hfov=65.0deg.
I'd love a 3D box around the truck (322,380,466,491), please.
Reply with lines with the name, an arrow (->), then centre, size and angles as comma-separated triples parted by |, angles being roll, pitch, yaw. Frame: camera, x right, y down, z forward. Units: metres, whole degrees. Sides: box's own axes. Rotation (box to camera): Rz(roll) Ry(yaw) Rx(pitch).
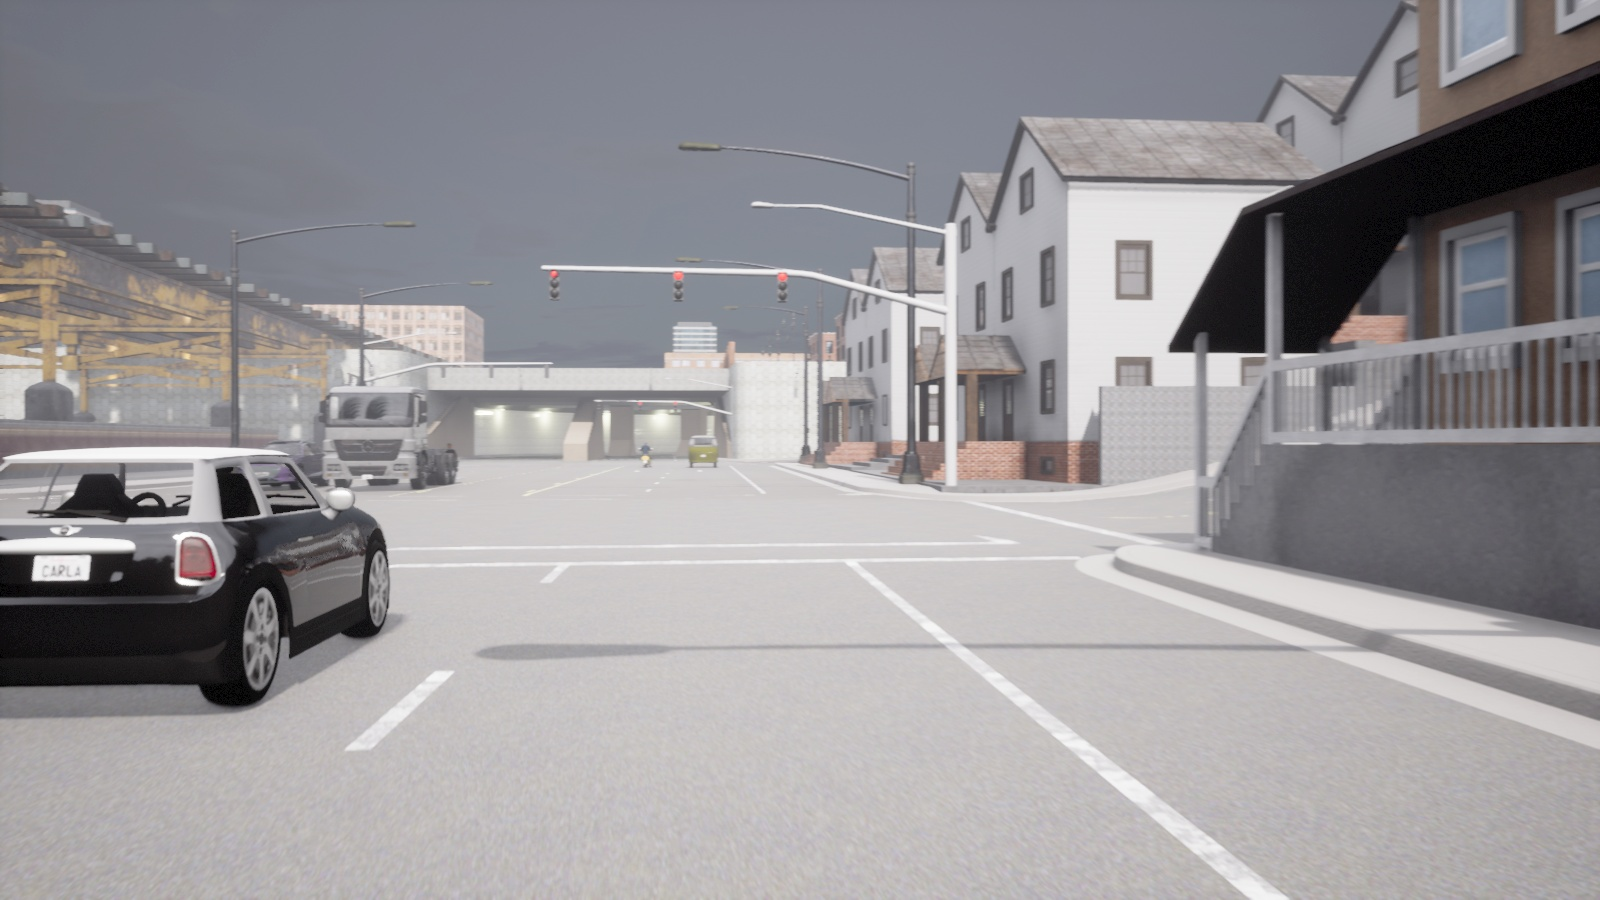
truck -> -13.716, -0.477, 43.169 | 2.891, 3.462, 7.936 | 0, 0, -4

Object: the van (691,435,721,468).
van -> -5.751, 0.066, 76.995 | 1.775, 1.987, 4.442 | 0, 0, -4

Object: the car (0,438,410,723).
car -> -4.067, 0.665, 8.421 | 1.970, 1.475, 3.806 | 0, 0, -4

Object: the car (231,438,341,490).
car -> -17.155, 0.441, 42.191 | 2.033, 1.649, 4.856 | 0, 0, -4
